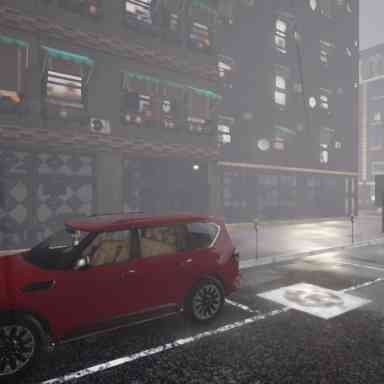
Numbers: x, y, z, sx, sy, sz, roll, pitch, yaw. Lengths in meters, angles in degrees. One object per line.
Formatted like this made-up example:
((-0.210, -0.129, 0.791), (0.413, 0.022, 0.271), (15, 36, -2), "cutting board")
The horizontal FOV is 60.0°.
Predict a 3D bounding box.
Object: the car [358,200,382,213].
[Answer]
((20.139, 1.538, 37.349), (1.887, 1.381, 4.507), (1, 0, -36), "car")

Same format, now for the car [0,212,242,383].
((-1.383, 1.316, 5.569), (5.009, 1.841, 2.192), (0, 1, -36), "car")
